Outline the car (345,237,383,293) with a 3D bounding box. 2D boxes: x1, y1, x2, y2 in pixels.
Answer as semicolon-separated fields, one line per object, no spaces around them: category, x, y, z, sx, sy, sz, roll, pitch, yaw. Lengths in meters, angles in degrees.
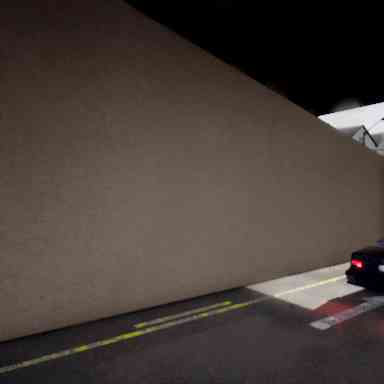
car;5.793;1.537;7.889;5.357;1.411;2.033;0;0;-36
